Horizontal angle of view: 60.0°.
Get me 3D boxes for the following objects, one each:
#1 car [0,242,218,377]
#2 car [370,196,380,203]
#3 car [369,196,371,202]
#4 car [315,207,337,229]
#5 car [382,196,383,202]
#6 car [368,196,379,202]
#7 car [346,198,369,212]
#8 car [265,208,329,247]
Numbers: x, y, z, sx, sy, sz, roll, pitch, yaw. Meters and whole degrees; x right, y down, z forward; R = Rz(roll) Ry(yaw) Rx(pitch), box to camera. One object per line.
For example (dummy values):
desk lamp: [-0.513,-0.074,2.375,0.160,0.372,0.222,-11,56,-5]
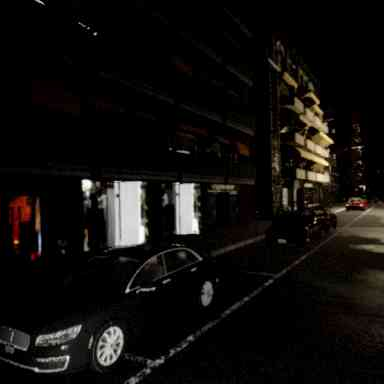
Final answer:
car: [-1.055,1.645,5.858,2.008,1.369,4.403,-2,-1,31]
car: [37.154,1.545,68.566,2.008,1.369,4.403,-2,-1,31]
car: [22.459,1.606,44.447,1.802,1.307,4.206,-2,-1,31]
car: [7.673,1.590,20.185,1.752,1.417,4.829,-2,-1,31]
car: [41.959,1.273,71.292,2.097,1.767,4.553,-2,-1,31]
car: [40.093,1.541,73.389,2.008,1.369,4.403,-2,-1,31]
car: [19.516,1.472,39.625,1.967,1.590,4.097,-2,-1,31]
car: [4.823,1.640,15.506,1.947,1.339,4.313,-2,-1,31]
